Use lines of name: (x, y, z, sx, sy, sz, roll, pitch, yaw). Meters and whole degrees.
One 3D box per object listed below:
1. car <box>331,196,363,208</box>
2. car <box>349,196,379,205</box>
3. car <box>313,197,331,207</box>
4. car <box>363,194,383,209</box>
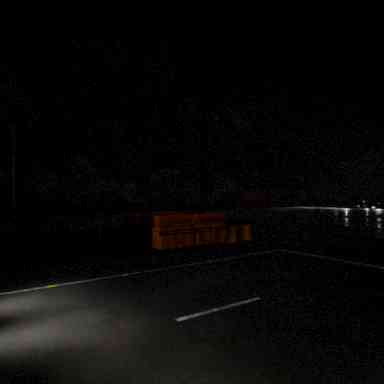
car: (21.518, 1.336, 45.158, 4.892, 1.490, 1.837, 0, 0, -35)
car: (28.006, 1.333, 54.055, 5.357, 1.411, 2.033, 0, 0, -35)
car: (19.572, 1.432, 48.069, 4.718, 1.301, 1.895, 0, 0, -35)
car: (24.586, 1.330, 43.048, 4.892, 1.490, 1.837, 0, 0, -35)
